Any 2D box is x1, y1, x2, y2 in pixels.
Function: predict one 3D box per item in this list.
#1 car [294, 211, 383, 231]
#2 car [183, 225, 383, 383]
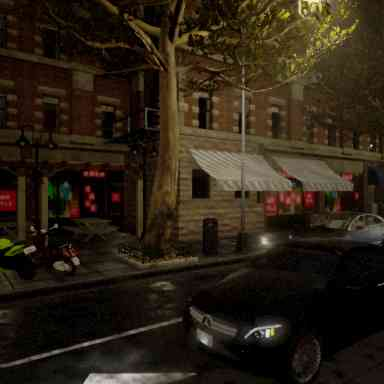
[{"bbox_3d":[5.563,1.480,12.214,4.892,1.521,2.231,0,0,-35],"label":"car"},{"bbox_3d":[2.055,1.525,5.417,4.674,1.442,1.812,0,0,-35],"label":"car"}]
